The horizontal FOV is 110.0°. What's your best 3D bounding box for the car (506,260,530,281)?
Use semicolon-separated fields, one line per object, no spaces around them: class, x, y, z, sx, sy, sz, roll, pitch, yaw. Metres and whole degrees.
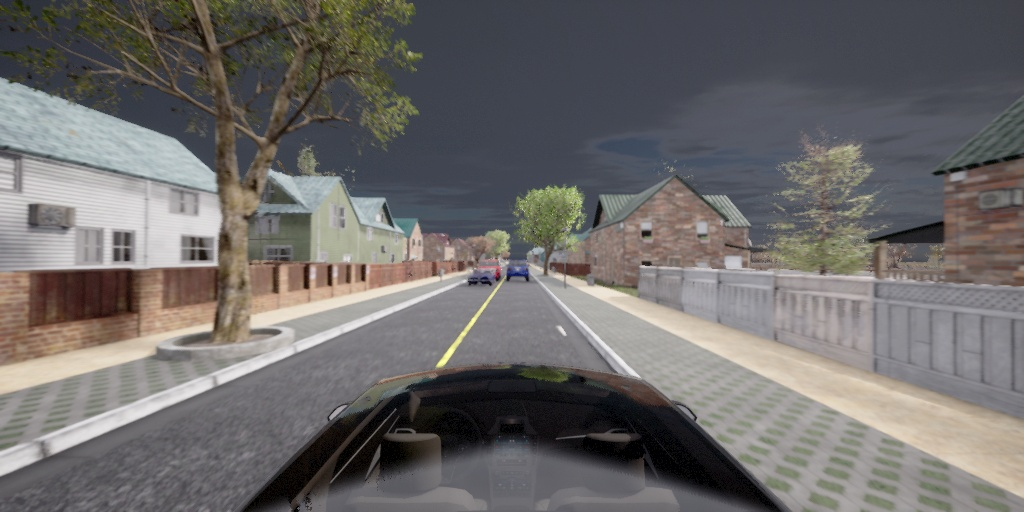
car;0.572;1.370;35.162;2.150;2.045;5.566;0;-1;1

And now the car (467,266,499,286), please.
car;-2.362;1.706;28.494;1.895;1.301;4.718;0;-1;1

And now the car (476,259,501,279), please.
car;-2.243;1.356;35.697;2.150;2.045;5.566;0;-1;1
